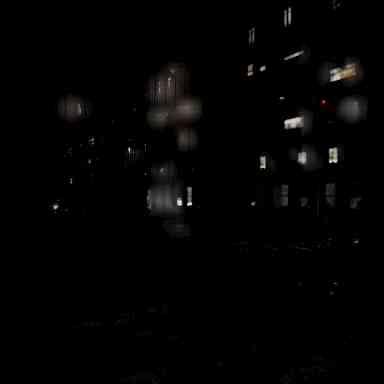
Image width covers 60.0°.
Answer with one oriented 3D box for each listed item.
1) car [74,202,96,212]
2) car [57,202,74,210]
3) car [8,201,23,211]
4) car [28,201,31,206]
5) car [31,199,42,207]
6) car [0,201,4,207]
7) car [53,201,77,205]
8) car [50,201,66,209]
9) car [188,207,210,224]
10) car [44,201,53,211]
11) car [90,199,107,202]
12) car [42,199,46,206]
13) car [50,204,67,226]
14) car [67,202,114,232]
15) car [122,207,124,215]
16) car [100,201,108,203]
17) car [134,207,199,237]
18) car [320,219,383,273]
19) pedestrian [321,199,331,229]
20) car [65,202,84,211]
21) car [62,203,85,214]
[{"bbox_3d":[-16.027,2.232,49.675,2.008,1.369,4.403,-1,0,-35],"label":"car"},{"bbox_3d":[-22.344,2.416,58.798,1.802,1.307,4.206,-1,0,-35],"label":"car"},{"bbox_3d":[-28.813,2.264,54.294,1.967,1.590,4.097,-1,0,-35],"label":"car"},{"bbox_3d":[-41.396,2.817,86.306,1.752,1.417,4.829,-1,0,-35],"label":"car"},{"bbox_3d":[-34.985,2.453,77.044,2.192,1.841,5.009,-1,0,-35],"label":"car"},{"bbox_3d":[-44.510,2.727,76.961,1.752,1.417,4.829,-1,0,-35],"label":"car"},{"bbox_3d":[-13.185,1.849,36.096,2.097,1.767,4.553,0,-1,-35],"label":"car"},{"bbox_3d":[-25.504,2.476,63.359,1.947,1.339,4.313,-1,0,-35],"label":"car"},{"bbox_3d":[-0.228,1.878,26.871,1.802,1.307,4.206,-1,0,-35],"label":"car"},{"bbox_3d":[-21.947,2.371,53.733,1.895,1.301,4.718,0,-1,-35],"label":"car"},{"bbox_3d":[-12.872,1.919,45.115,2.192,1.841,5.009,-1,0,-35],"label":"car"},{"bbox_3d":[-28.663,2.537,67.920,2.008,1.369,4.403,-1,0,-35],"label":"car"},{"bbox_3d":[-9.856,1.945,26.925,1.802,1.307,4.206,-1,0,-35],"label":"car"},{"bbox_3d":[-6.700,1.726,22.364,1.967,1.590,4.097,-1,0,-35],"label":"car"},{"bbox_3d":[-7.447,1.921,27.786,1.994,1.385,4.181,0,-1,-35],"label":"car"},{"bbox_3d":[-9.708,2.093,40.552,1.947,1.339,4.313,-1,0,-35],"label":"car"},{"bbox_3d":[-1.786,1.783,19.615,1.994,1.385,4.181,0,-1,-35],"label":"car"},{"bbox_3d":[5.839,1.583,10.724,1.812,1.442,4.674,0,-1,-1],"label":"car"},{"bbox_3d":[8.055,1.298,20.093,0.375,1.860,0.375,-1,0,-35],"label":"pedestrian"},{"bbox_3d":[-19.185,2.339,54.236,1.802,1.307,4.206,-1,0,-35],"label":"car"},{"bbox_3d":[-16.352,2.236,45.742,1.895,1.301,4.718,0,-1,-34],"label":"car"}]
